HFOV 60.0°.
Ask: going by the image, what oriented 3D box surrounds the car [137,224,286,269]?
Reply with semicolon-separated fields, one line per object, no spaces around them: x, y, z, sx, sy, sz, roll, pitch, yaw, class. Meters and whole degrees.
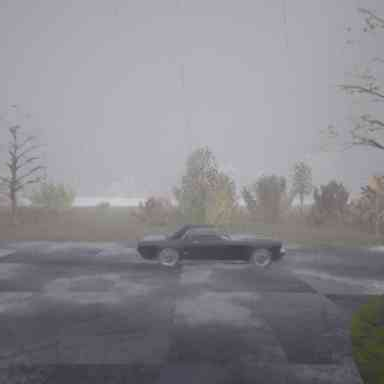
0.632;1.750;11.201;4.718;1.301;1.895;0;-1;0;car
